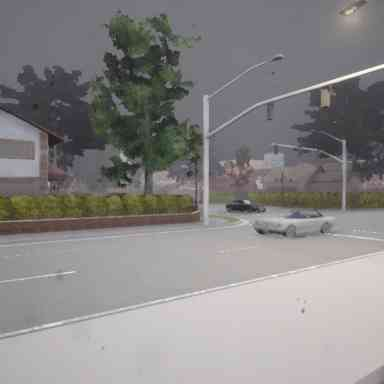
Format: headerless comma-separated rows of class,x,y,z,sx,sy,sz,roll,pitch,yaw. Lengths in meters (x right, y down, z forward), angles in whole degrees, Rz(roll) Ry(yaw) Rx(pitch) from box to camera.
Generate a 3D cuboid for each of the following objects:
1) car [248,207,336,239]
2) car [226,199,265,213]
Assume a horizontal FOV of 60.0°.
car,5.388,1.564,17.313,4.718,1.301,1.895,0,0,-36
car,5.419,1.449,34.113,1.812,1.442,4.674,0,0,-36
